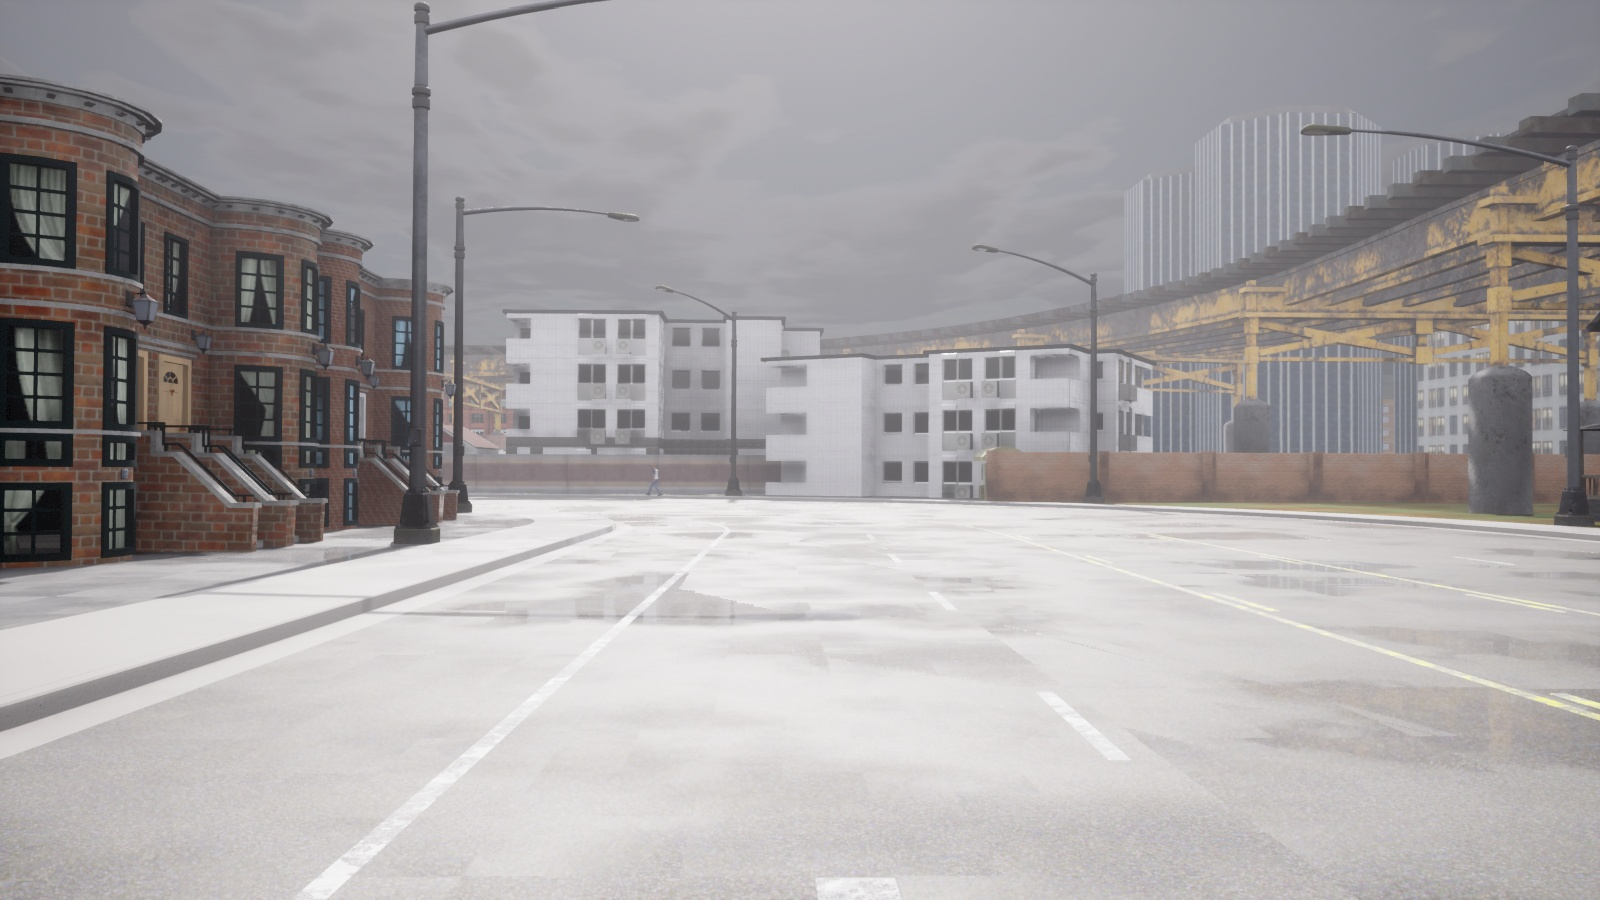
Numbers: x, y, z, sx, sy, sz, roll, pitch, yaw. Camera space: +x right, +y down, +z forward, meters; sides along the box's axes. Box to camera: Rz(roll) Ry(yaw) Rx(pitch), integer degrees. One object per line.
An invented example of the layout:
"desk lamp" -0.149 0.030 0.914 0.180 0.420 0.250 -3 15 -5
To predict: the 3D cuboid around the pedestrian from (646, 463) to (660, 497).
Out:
"pedestrian" -8.149 1.669 69.666 0.706 1.836 0.354 -1 -1 22
